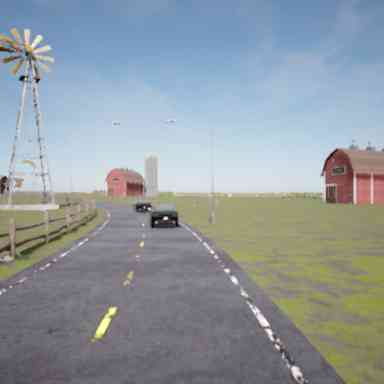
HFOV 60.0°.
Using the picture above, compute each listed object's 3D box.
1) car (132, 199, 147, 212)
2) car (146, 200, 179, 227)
[{"bbox_3d":[-6.308,1.621,41.613,1.882,1.535,5.008,0,0,-17],"label":"car"},{"bbox_3d":[-2.124,1.578,24.041,1.882,1.535,5.008,0,0,-10],"label":"car"}]
